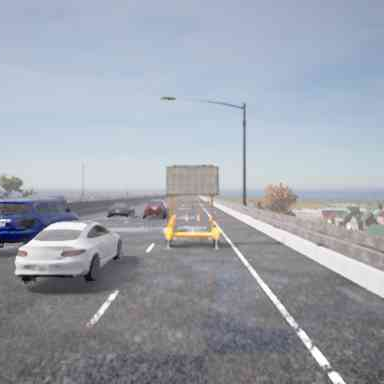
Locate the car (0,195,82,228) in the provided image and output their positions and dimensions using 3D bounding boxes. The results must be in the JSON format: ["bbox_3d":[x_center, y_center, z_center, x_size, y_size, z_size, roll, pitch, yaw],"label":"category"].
[{"bbox_3d":[-6.881,1.308,14.760,2.150,2.045,5.566,0,0,0],"label":"car"}]

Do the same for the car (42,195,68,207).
[{"bbox_3d":[-24.439,1.547,59.582,2.150,2.045,5.566,0,0,1],"label":"car"}]

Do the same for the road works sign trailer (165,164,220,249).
[{"bbox_3d":[0.019,0.552,15.116,2.380,3.560,2.880,0,0,0],"label":"road works sign trailer"}]

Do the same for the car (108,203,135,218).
[{"bbox_3d":[-6.856,1.749,32.707,1.994,1.385,4.181,0,0,0],"label":"car"}]

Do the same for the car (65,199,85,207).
[{"bbox_3d":[-20.943,1.928,59.759,1.895,1.301,4.718,0,0,1],"label":"car"}]

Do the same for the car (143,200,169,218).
[{"bbox_3d":[-3.356,1.533,31.882,2.097,1.767,4.553,0,0,0],"label":"car"}]

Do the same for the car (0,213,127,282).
[{"bbox_3d":[-3.388,1.583,9.851,1.812,1.442,4.674,0,0,0],"label":"car"}]

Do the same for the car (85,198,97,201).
[{"bbox_3d":[-17.467,1.843,57.740,1.812,1.442,4.674,0,0,1],"label":"car"}]
